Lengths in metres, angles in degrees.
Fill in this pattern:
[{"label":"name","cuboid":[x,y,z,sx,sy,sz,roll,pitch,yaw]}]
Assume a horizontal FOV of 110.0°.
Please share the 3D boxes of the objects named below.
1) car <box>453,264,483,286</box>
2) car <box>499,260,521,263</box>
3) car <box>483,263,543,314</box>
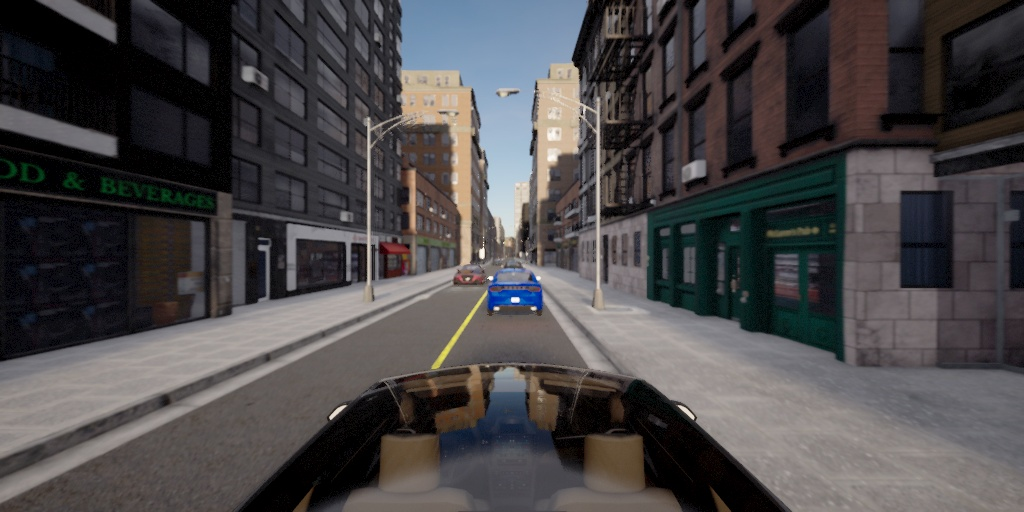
[{"label":"car","cuboid":[-2.848,1.278,24.970,1.994,1.385,4.181,0,0,0]},{"label":"car","cuboid":[0.101,1.207,31.328,1.837,1.490,4.892,0,0,0]},{"label":"car","cuboid":[0.101,1.211,13.656,1.882,1.535,5.008,0,0,0]}]
